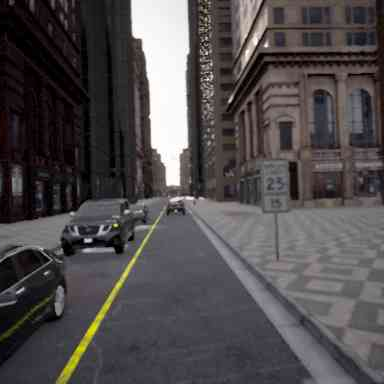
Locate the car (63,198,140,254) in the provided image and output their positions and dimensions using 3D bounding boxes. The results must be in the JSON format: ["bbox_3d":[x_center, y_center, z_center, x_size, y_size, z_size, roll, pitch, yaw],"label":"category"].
[{"bbox_3d":[-3.758,1.331,14.299,2.150,2.045,5.566,-2,0,-3],"label":"car"}]

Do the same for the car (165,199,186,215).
[{"bbox_3d":[-1.655,1.537,34.162,1.837,1.490,4.892,-2,0,-3],"label":"car"}]

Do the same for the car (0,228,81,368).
[{"bbox_3d":[-3.231,1.606,4.606,1.837,1.490,4.892,-2,0,-3],"label":"car"}]

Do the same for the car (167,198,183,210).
[{"bbox_3d":[-2.302,1.619,45.745,1.994,1.385,4.181,-2,0,-3],"label":"car"}]

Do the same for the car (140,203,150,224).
[{"bbox_3d":[-4.353,1.626,25.935,1.837,1.490,4.892,-2,0,-3],"label":"car"}]
